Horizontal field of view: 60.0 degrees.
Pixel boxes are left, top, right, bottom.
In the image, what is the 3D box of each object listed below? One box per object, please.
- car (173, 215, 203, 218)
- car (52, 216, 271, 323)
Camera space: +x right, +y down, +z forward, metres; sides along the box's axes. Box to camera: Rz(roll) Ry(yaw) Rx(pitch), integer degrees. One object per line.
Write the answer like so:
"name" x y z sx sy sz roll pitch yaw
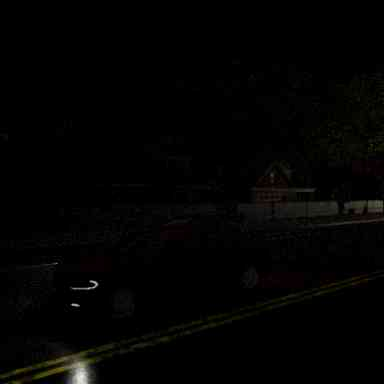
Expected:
"car" -0.181 1.554 11.542 4.674 1.442 1.812 0 0 -36
"car" -0.421 1.494 7.380 5.008 1.535 1.882 0 0 -36
